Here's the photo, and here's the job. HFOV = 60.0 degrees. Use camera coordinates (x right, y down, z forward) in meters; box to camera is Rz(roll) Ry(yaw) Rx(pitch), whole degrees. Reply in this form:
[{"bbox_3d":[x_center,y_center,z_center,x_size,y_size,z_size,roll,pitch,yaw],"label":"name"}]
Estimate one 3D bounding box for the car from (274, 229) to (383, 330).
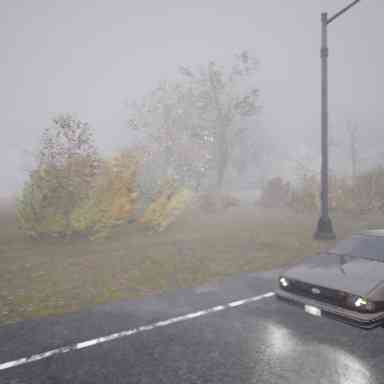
[{"bbox_3d":[4.125,1.521,6.936,5.357,1.411,2.033,0,0,-36],"label":"car"}]
